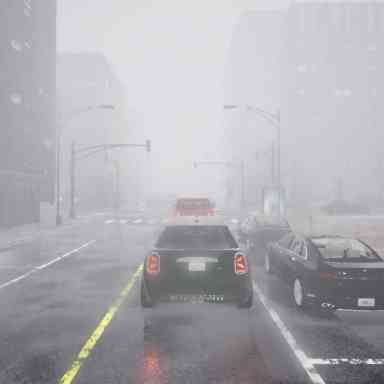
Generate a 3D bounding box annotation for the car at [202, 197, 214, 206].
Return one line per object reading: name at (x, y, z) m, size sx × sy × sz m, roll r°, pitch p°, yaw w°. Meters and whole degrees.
car at (2.682, 1.604, 56.902) m, size 1.802 × 1.307 × 4.206 m, roll 1°, pitch 0°, yaw 0°

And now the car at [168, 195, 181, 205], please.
car at (-3.089, 1.375, 60.590) m, size 2.097 × 1.767 × 4.553 m, roll 0°, pitch 0°, yaw 0°

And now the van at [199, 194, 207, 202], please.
van at (2.677, 1.373, 79.188) m, size 1.690 × 1.788 × 3.998 m, roll 1°, pitch 0°, yaw 0°

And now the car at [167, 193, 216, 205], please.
car at (0.082, 1.228, 17.536) m, size 2.150 × 2.045 × 5.566 m, roll 0°, pitch 0°, yaw 0°

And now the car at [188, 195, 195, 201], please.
car at (-0.030, 1.538, 90.508) m, size 1.837 × 1.490 × 4.892 m, roll 0°, pitch 0°, yaw 0°

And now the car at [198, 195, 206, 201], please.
car at (2.671, 1.582, 90.329) m, size 1.887 × 1.381 × 4.507 m, roll 1°, pitch 0°, yaw 0°

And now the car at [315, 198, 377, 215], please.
car at (13.693, 1.413, 29.774) m, size 4.206 × 1.307 × 1.802 m, roll 0°, pitch 0°, yaw 0°

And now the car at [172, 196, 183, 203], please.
car at (-3.024, 1.553, 70.660) m, size 2.128 × 1.511 × 4.902 m, roll 0°, pitch 0°, yaw 0°

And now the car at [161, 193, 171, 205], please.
car at (-3.138, 1.240, 51.021) m, size 2.150 × 2.045 × 5.566 m, roll 0°, pitch 0°, yaw 0°

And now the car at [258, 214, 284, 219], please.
car at (2.826, 1.555, 13.139) m, size 2.008 × 1.369 × 4.403 m, roll 1°, pitch 0°, yaw 0°

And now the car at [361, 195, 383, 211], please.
car at (19.278, 1.228, 38.118) m, size 5.009 × 1.841 × 2.192 m, roll 0°, pitch 0°, yaw 0°

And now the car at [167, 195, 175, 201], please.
car at (-5.710, 1.603, 90.366) m, size 1.947 × 1.339 × 4.313 m, roll 1°, pitch 0°, yaw 0°

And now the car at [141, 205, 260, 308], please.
car at (0.098, 1.354, 8.065) m, size 2.097 × 1.767 × 4.553 m, roll 0°, pitch 0°, yaw 0°

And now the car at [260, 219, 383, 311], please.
car at (2.828, 1.553, 7.569) m, size 2.008 × 1.369 × 4.403 m, roll 1°, pitch 0°, yaw 0°

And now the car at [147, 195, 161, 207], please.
car at (-5.693, 1.334, 51.369) m, size 2.192 × 1.841 × 5.009 m, roll 1°, pitch 0°, yaw 0°

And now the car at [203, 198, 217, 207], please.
car at (2.684, 1.585, 51.331) m, size 1.947 × 1.339 × 4.313 m, roll 1°, pitch 0°, yaw 0°

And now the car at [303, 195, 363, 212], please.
car at (14.977, 1.385, 35.553) m, size 5.008 × 1.535 × 1.882 m, roll 0°, pitch -1°, yaw 2°

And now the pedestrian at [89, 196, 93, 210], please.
pedestrian at (-12.542, 1.348, 41.291) m, size 0.375 × 1.860 × 0.375 m, roll 0°, pitch 0°, yaw 0°

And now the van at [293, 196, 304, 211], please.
van at (13.751, 1.297, 38.155) m, size 3.998 × 1.788 × 1.690 m, roll 0°, pitch 0°, yaw 0°

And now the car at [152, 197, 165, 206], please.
car at (-5.698, 1.566, 56.940) m, size 1.887 × 1.381 × 4.507 m, roll 1°, pitch 0°, yaw 0°

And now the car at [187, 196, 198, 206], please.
car at (0.088, 1.499, 56.095) m, size 1.882 × 1.535 × 5.008 m, roll 0°, pitch 0°, yaw 0°
